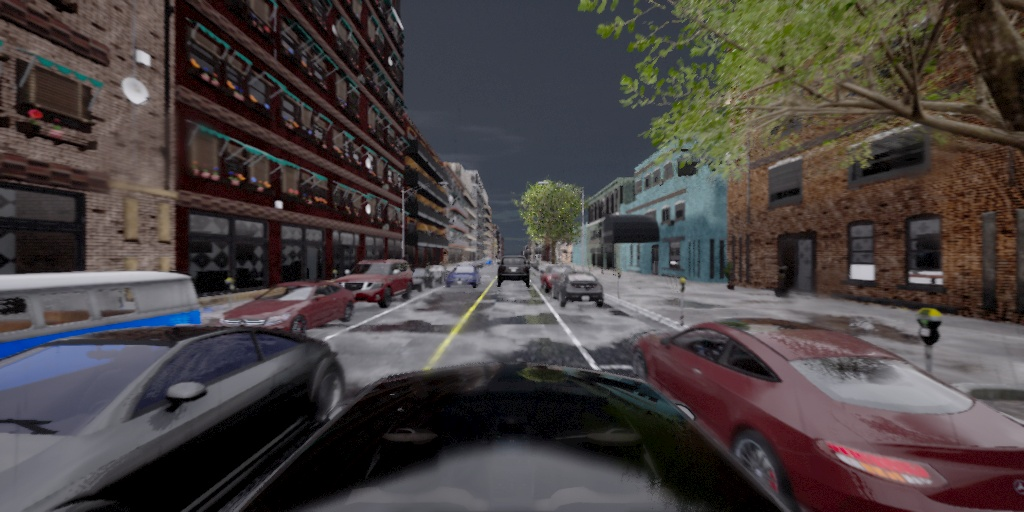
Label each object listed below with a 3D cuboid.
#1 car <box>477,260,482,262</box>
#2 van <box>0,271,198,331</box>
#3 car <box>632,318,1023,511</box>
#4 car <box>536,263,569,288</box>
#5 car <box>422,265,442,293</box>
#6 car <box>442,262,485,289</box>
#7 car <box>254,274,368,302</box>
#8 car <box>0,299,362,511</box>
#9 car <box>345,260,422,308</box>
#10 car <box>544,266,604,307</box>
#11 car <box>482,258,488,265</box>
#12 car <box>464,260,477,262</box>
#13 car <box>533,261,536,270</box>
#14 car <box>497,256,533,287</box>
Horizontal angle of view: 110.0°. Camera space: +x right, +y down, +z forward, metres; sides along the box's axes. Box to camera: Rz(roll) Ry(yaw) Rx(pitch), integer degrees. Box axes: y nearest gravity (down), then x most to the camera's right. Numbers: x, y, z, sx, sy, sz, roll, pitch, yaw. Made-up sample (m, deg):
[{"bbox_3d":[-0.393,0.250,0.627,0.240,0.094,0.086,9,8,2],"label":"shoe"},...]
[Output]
[{"bbox_3d":[-5.674,1.362,49.508,1.888,1.381,4.507,0,0,0],"label":"car"},{"bbox_3d":[-5.690,1.092,3.934,1.690,1.789,3.998,0,0,0],"label":"van"},{"bbox_3d":[2.691,1.333,3.930,1.802,1.307,4.207,0,0,0],"label":"car"},{"bbox_3d":[2.697,1.209,21.019,1.967,1.591,4.097,0,0,0],"label":"car"},{"bbox_3d":[-5.684,1.335,21.024,1.948,1.339,4.313,0,0,0],"label":"car"},{"bbox_3d":[-3.059,1.298,23.379,1.812,1.442,4.674,0,0,0],"label":"car"},{"bbox_3d":[-5.688,1.338,9.630,1.802,1.307,4.207,0,0,0],"label":"car"},{"bbox_3d":[-3.092,1.315,2.848,1.994,1.385,4.181,0,0,0],"label":"car"},{"bbox_3d":[-5.686,1.077,15.327,2.192,1.841,5.009,0,0,0],"label":"car"},{"bbox_3d":[2.695,1.312,15.323,2.007,1.370,4.403,0,0,0],"label":"car"},{"bbox_3d":[-5.671,1.408,60.900,1.948,1.339,4.313,0,0,0],"label":"car"},{"bbox_3d":[-5.677,1.332,43.641,1.751,1.417,4.829,0,0,0],"label":"car"},{"bbox_3d":[2.706,1.368,49.503,2.007,1.370,4.403,0,0,0],"label":"car"},{"bbox_3d":[0.106,0.998,25.233,2.150,2.045,5.566,0,0,0],"label":"car"}]
